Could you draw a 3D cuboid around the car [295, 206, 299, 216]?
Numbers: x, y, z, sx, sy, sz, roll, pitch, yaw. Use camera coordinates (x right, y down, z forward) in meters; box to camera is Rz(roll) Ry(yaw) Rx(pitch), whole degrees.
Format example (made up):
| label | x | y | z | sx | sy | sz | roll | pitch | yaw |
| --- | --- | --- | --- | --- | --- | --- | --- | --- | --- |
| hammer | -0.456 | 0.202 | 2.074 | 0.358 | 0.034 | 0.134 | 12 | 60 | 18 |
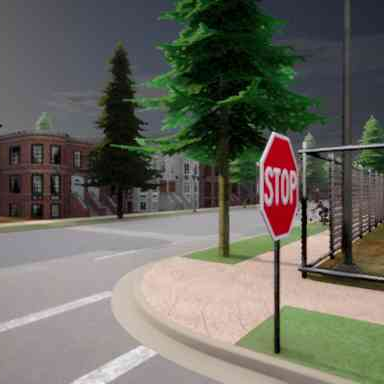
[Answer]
| label | x | y | z | sx | sy | sz | roll | pitch | yaw |
| --- | --- | --- | --- | --- | --- | --- | --- | --- | --- |
| car | 8.377 | 1.587 | 30.552 | 1.895 | 1.301 | 4.718 | 0 | 0 | 35 |
